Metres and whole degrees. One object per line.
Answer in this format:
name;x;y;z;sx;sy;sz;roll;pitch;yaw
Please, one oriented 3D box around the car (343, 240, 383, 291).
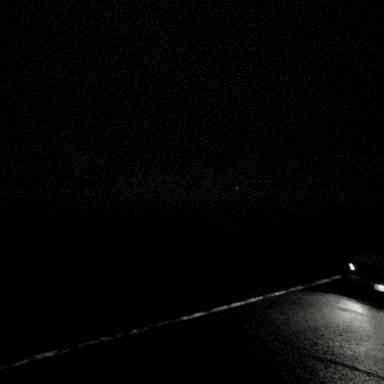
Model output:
car;5.989;1.549;8.256;5.357;1.411;2.033;0;0;-35
